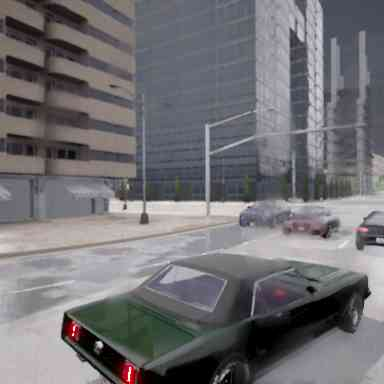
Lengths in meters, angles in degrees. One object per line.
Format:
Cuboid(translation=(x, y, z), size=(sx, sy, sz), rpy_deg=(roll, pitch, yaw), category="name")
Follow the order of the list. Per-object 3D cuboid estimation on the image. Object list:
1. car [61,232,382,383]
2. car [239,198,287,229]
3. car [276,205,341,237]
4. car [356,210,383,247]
Cuboid(translation=(0.794, 1.575, 4.812), size=(4.718, 1.301, 1.895), rpy_deg=(-1, 0, -42), category="car")
Cuboid(translation=(4.666, 1.231, 20.740), size=(2.097, 1.767, 4.553), rpy_deg=(0, 0, 34), category="car")
Cuboid(translation=(6.059, 1.448, 16.628), size=(1.994, 1.385, 4.181), rpy_deg=(0, 0, 35), category="car")
Cuboid(translation=(7.604, 1.414, 12.797), size=(1.812, 1.442, 4.674), rpy_deg=(0, 0, 37), category="car")
